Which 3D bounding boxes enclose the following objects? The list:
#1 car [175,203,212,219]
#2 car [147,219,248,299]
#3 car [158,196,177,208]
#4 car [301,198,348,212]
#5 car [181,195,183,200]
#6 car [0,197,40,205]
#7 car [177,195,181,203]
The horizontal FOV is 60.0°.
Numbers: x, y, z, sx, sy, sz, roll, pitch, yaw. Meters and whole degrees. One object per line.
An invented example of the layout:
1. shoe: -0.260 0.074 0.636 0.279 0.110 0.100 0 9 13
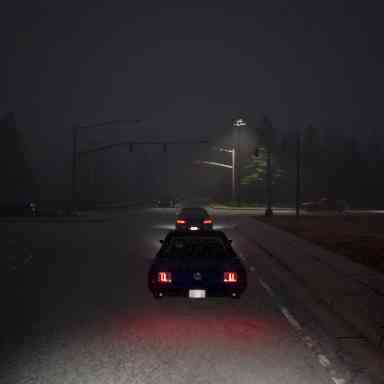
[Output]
1. car: 0.104 1.511 17.439 1.812 1.442 4.674 0 0 0
2. car: 0.101 1.596 8.384 1.895 1.301 4.718 0 0 0
3. car: -3.590 1.322 46.730 2.097 1.767 4.553 0 0 0
4. car: 15.162 1.473 38.165 5.008 1.535 1.882 0 0 1
5. car: -3.466 1.479 69.276 1.812 1.442 4.674 0 0 0
6. car: -18.332 1.363 35.076 4.553 1.767 2.097 0 0 1
7. car: -3.563 1.525 58.760 1.994 1.385 4.181 0 0 0
